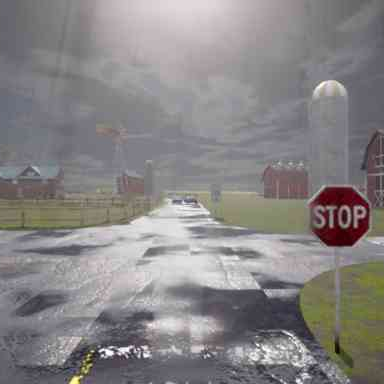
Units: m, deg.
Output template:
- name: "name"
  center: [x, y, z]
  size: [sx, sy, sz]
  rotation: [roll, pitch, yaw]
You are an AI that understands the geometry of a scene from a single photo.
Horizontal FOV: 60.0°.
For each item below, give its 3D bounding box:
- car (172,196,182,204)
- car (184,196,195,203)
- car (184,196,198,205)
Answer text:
- name: "car"
  center: [-2.913, 1.481, 65.330]
  size: [1.882, 1.535, 5.008]
  rotation: [0, 0, -2]
- name: "car"
  center: [-0.632, 1.532, 71.340]
  size: [1.994, 1.385, 4.181]
  rotation: [0, 0, -6]
- name: "car"
  center: [0.020, 1.514, 61.209]
  size: [1.837, 1.490, 4.892]
  rotation: [0, 0, -2]
